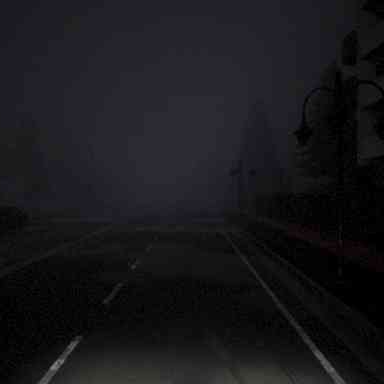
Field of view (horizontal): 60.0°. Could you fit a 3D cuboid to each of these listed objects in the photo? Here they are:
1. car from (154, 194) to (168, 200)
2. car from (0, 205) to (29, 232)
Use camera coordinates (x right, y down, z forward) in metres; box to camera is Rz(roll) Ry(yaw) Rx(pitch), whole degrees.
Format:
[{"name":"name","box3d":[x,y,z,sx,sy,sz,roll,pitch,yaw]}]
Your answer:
[{"name":"car","box3d":[-8.583,1.359,91.299,2.097,1.767,4.553,0,0,-41]},{"name":"car","box3d":[-10.585,1.511,17.835,1.837,1.490,4.892,0,0,0]}]
